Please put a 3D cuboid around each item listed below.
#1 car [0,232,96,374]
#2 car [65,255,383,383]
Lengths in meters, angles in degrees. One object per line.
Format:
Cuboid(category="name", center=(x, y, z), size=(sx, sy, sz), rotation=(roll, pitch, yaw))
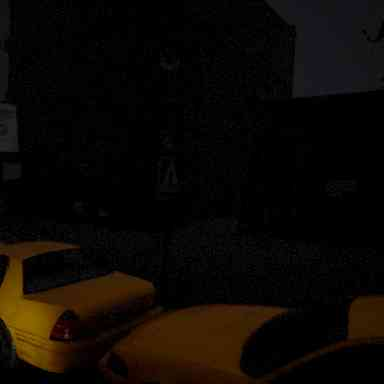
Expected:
Cuboid(category="car", center=(-2.958, 1.453, 5.560), size=(5.366, 1.575, 1.946), rotation=(0, 0, 35))
Cuboid(category="car", center=(1.588, 1.469, 2.420), size=(5.366, 1.575, 1.946), rotation=(0, 0, 35))
